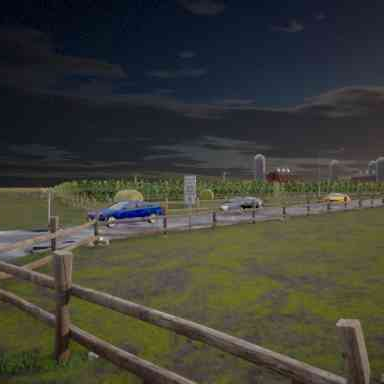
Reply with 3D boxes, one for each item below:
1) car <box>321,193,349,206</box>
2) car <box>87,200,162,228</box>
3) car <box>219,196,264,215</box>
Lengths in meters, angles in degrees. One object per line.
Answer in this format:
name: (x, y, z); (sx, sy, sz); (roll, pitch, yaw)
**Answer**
car: (18.390, 0.921, 42.736); (5.008, 1.535, 1.882); (-1, 1, -44)
car: (-4.142, 1.283, 20.934); (1.882, 1.535, 5.008); (1, 1, 45)
car: (4.419, 1.157, 29.280); (4.902, 1.511, 2.128); (-1, 1, -44)
